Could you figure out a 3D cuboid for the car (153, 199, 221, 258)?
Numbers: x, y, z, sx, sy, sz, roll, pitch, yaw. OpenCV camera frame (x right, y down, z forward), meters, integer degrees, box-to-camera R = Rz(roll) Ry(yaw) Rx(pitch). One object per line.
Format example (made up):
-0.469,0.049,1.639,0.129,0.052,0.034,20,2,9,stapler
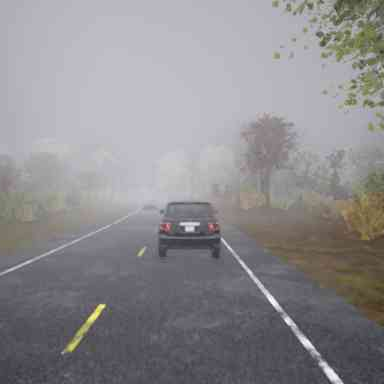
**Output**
-0.131,1.287,13.255,2.150,2.045,5.566,0,0,-1,car

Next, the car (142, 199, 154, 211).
-5.589,1.659,44.374,1.882,1.535,5.008,0,0,-5,car

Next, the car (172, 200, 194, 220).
-0.913,1.615,30.959,1.882,1.535,5.008,0,0,-3,car

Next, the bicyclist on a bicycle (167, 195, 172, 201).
-4.920,1.688,77.740,0.582,1.620,1.656,0,0,-9,bicyclist on a bicycle
